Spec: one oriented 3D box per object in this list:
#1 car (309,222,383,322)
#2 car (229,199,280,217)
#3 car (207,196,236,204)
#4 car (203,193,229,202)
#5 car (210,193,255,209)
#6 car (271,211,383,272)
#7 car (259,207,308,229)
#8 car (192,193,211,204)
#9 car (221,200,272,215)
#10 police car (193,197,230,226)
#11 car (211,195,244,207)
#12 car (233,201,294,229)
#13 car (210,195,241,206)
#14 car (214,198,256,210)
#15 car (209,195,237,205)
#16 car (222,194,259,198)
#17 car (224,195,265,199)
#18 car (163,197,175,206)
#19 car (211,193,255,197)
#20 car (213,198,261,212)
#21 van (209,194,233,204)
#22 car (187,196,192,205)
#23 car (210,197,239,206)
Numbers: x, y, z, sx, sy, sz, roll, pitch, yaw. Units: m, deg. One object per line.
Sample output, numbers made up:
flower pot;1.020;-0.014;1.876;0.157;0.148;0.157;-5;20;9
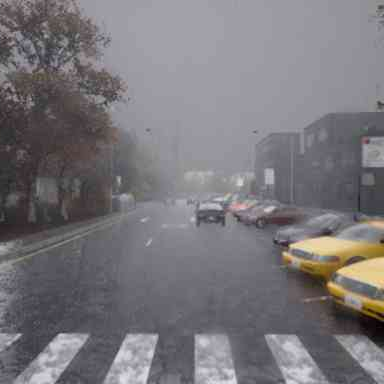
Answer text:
car;5.139;1.479;6.310;5.366;1.575;1.946;1;0;-20
car;5.345;1.513;24.368;4.792;1.488;2.163;1;0;-20
car;5.608;1.569;63.415;5.008;1.535;2.097;1;0;-20
car;5.688;1.374;78.453;5.566;2.045;2.435;1;0;-20
car;5.483;1.261;45.380;5.566;2.045;2.435;1;0;-20
car;5.144;1.479;9.311;5.366;1.575;1.946;1;0;-20
car;5.333;1.485;12.376;4.892;1.521;2.231;1;0;-20
car;1.308;1.366;39.082;2.097;1.767;4.553;0;0;0
car;5.422;1.531;33.385;4.674;1.452;2.002;1;0;-20
police car;1.221;1.423;23.221;1.930;1.638;5.238;0;0;0
car;5.515;1.403;51.394;4.553;1.767;2.185;1;0;-20
car;5.360;1.523;21.376;4.674;1.452;2.002;1;0;-20
car;5.534;1.412;54.395;4.553;1.767;2.185;1;0;-20
car;5.457;1.536;42.379;4.792;1.488;2.163;1;0;-20
car;5.634;1.434;60.412;4.553;1.767;2.185;1;0;-20
car;5.440;1.363;30.389;4.553;1.767;2.185;1;0;-20
car;5.421;1.361;27.388;4.553;1.767;2.185;1;0;-20
car;-3.870;1.554;57.129;2.128;1.511;4.902;0;0;0
car;5.435;1.244;36.364;5.566;2.045;2.435;1;0;-20
car;5.291;1.495;39.322;5.366;1.575;1.946;1;0;-20
van;5.741;1.357;66.460;4.442;1.987;1.878;1;0;-20
car;0.225;1.421;59.150;2.097;1.767;4.553;0;0;0
car;5.584;1.588;57.403;4.674;1.452;2.002;1;0;-20
